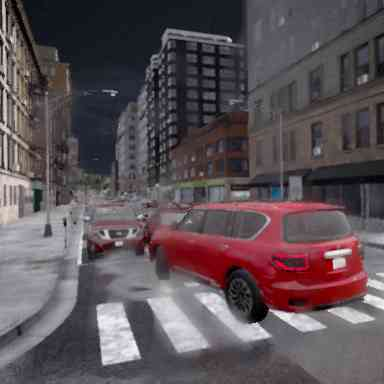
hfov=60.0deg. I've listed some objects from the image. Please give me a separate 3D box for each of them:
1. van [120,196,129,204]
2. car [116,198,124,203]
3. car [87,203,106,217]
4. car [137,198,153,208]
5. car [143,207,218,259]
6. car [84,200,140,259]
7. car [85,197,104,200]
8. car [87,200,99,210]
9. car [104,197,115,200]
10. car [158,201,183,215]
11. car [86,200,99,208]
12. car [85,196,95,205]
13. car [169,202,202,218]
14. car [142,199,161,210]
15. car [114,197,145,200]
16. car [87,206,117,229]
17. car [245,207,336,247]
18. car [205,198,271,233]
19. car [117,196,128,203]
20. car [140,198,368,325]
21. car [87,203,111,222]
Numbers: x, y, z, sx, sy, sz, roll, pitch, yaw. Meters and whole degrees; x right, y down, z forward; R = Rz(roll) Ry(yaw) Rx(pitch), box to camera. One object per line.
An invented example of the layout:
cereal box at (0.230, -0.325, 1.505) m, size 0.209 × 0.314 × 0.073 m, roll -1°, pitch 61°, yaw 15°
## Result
van at (-16.291, 1.879, 80.685) m, size 1.690 × 1.788 × 3.998 m, roll -1°, pitch 0°, yaw -18°
car at (-19.751, 2.210, 91.500) m, size 1.802 × 1.307 × 4.206 m, roll -1°, pitch 0°, yaw -18°
car at (-10.084, 1.859, 34.975) m, size 1.802 × 1.307 × 4.206 m, roll -1°, pitch 0°, yaw -18°
car at (-7.633, 1.750, 53.643) m, size 1.967 × 1.590 × 4.097 m, roll -1°, pitch 0°, yaw -18°
car at (-0.720, 1.532, 14.052) m, size 1.882 × 1.535 × 5.008 m, roll -1°, pitch 0°, yaw -18°
car at (-3.159, 1.403, 13.345) m, size 2.192 × 1.841 × 5.009 m, roll -1°, pitch 0°, yaw -18°
car at (-13.551, 1.810, 45.790) m, size 1.967 × 1.590 × 4.097 m, roll -1°, pitch 0°, yaw -18°
car at (-15.281, 1.998, 51.197) m, size 1.802 × 1.307 × 4.206 m, roll -1°, pitch 0°, yaw -18°
car at (-11.034, 1.830, 46.589) m, size 2.128 × 1.511 × 4.902 m, roll -1°, pitch 0°, yaw -18°
car at (-2.436, 1.753, 37.417) m, size 1.802 × 1.307 × 4.206 m, roll -1°, pitch 0°, yaw -18°
car at (-17.013, 2.028, 56.605) m, size 1.947 × 1.339 × 4.313 m, roll -1°, pitch 0°, yaw -18°
car at (-23.945, 1.959, 78.236) m, size 2.192 × 1.841 × 5.009 m, roll -1°, pitch 0°, yaw -18°
car at (-0.705, 1.669, 32.009) m, size 1.887 × 1.381 × 4.507 m, roll -1°, pitch 0°, yaw -18°
car at (-5.900, 1.809, 48.234) m, size 1.887 × 1.381 × 4.507 m, roll -1°, pitch 0°, yaw -18°
car at (-4.859, 1.519, 26.985) m, size 2.097 × 1.767 × 4.553 m, roll -1°, pitch 0°, yaw -18°
car at (-6.620, 1.749, 24.159) m, size 1.947 × 1.339 × 4.313 m, roll -1°, pitch 0°, yaw -18°
car at (4.437, 1.509, 15.946) m, size 1.752 × 1.417 × 4.829 m, roll -1°, pitch 0°, yaw -18°
car at (2.754, 1.345, 21.193) m, size 2.192 × 1.841 × 5.009 m, roll -1°, pitch 0°, yaw -18°
car at (-18.023, 1.898, 86.093) m, size 2.192 × 1.841 × 5.009 m, roll -1°, pitch 0°, yaw -18°
car at (0.949, 1.225, 7.482) m, size 2.150 × 2.045 × 5.566 m, roll -1°, pitch 0°, yaw -30°
car at (-8.352, 1.775, 29.567) m, size 1.887 × 1.381 × 4.507 m, roll -1°, pitch 0°, yaw -18°
